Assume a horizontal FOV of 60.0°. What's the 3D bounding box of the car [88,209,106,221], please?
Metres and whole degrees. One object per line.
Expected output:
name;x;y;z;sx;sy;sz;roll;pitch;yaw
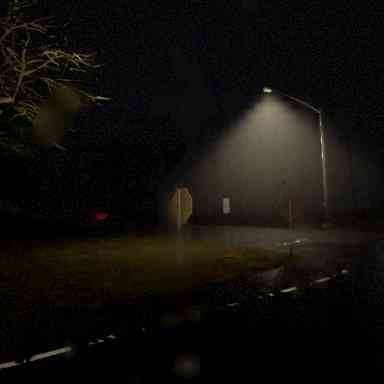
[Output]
car;-17.260;4.234;60.687;2.150;2.045;5.566;-1;-1;-35

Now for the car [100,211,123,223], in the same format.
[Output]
car;-12.946;4.266;54.487;1.994;1.385;4.181;-1;-2;-33
